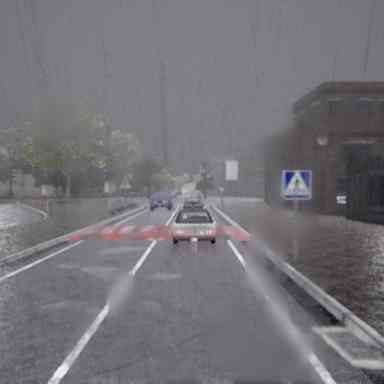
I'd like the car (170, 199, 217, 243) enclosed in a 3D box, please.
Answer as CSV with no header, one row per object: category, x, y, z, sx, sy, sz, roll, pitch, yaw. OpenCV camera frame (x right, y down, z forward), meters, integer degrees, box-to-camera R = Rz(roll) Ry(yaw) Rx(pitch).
car,0.096,1.392,15.645,1.895,1.301,4.718,0,6,0

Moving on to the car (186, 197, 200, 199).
car,0.093,1.267,31.968,1.837,1.490,4.892,0,0,0

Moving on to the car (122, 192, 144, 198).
car,-13.235,0.630,75.160,2.033,1.411,5.357,2,2,40

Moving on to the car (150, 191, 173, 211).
car,-3.261,0.933,36.403,2.150,2.045,5.566,0,0,0
